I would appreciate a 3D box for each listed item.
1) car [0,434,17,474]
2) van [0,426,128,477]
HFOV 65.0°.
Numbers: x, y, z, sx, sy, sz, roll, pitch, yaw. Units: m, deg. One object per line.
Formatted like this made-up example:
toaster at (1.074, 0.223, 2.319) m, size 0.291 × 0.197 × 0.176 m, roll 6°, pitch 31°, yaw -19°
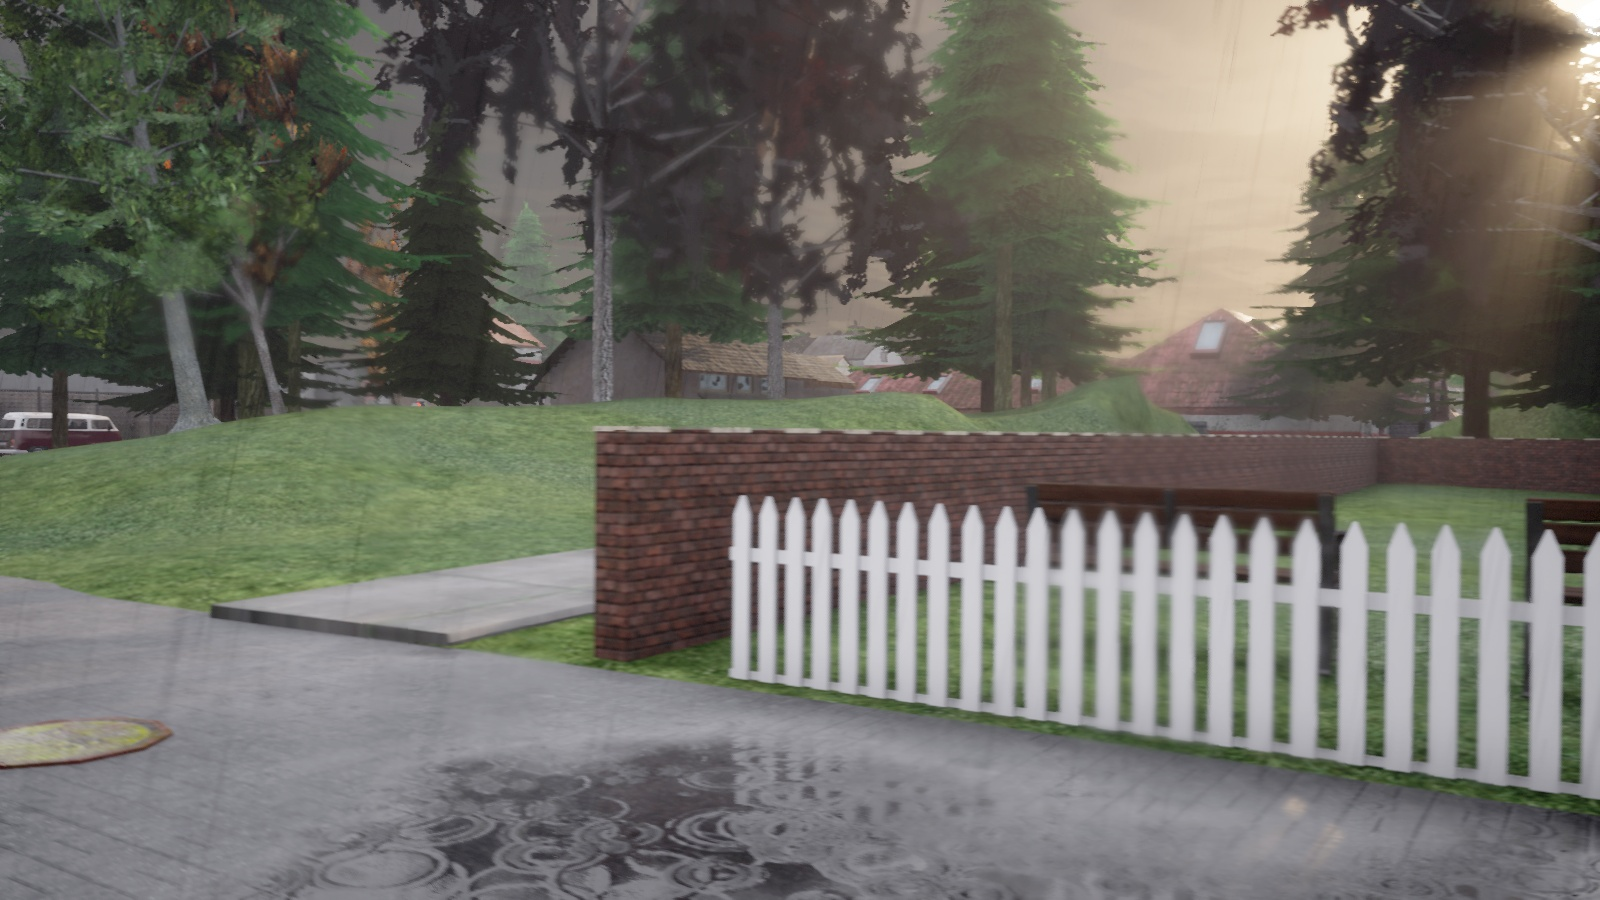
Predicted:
car at (-35.556, 0.191, 52.152) m, size 2.242 × 1.667 × 4.611 m, roll 0°, pitch 1°, yaw 34°
van at (-30.725, 0.026, 52.201) m, size 2.069 × 2.038 × 4.480 m, roll 0°, pitch 1°, yaw 34°
